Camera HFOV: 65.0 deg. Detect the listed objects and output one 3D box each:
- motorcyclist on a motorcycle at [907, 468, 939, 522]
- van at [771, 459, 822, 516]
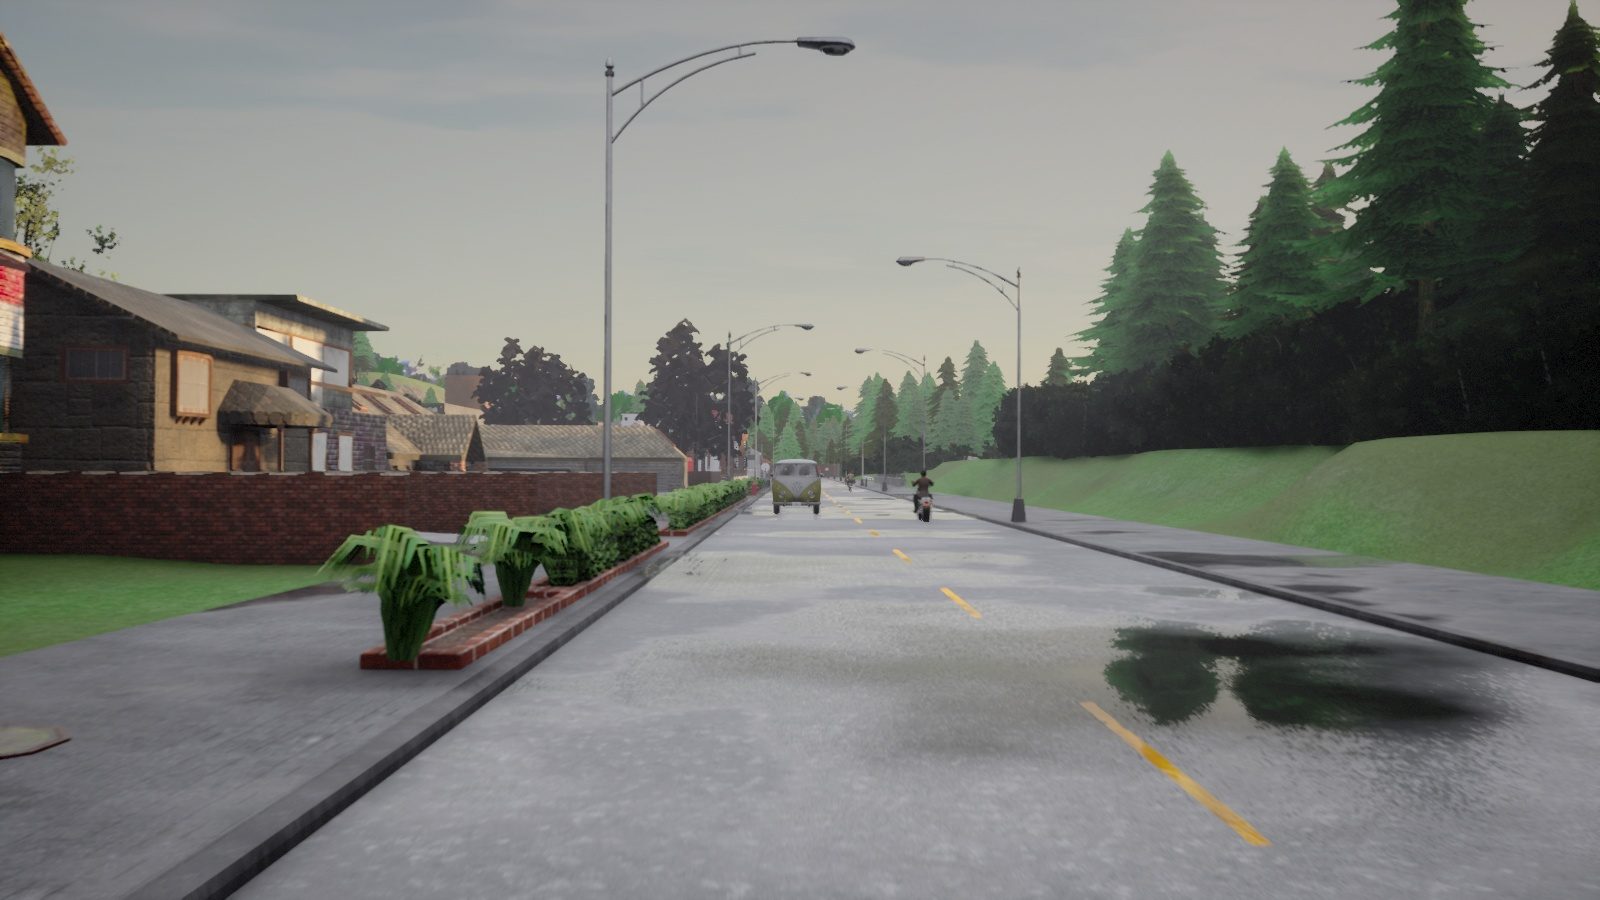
[{"bbox_3d":[3.903,1.420,40.075,0.766,1.649,2.350,0,-1,0],"label":"motorcyclist on a motorcycle"},{"bbox_3d":[-0.113,1.340,46.141,1.775,1.987,4.442,0,-1,0],"label":"van"}]
